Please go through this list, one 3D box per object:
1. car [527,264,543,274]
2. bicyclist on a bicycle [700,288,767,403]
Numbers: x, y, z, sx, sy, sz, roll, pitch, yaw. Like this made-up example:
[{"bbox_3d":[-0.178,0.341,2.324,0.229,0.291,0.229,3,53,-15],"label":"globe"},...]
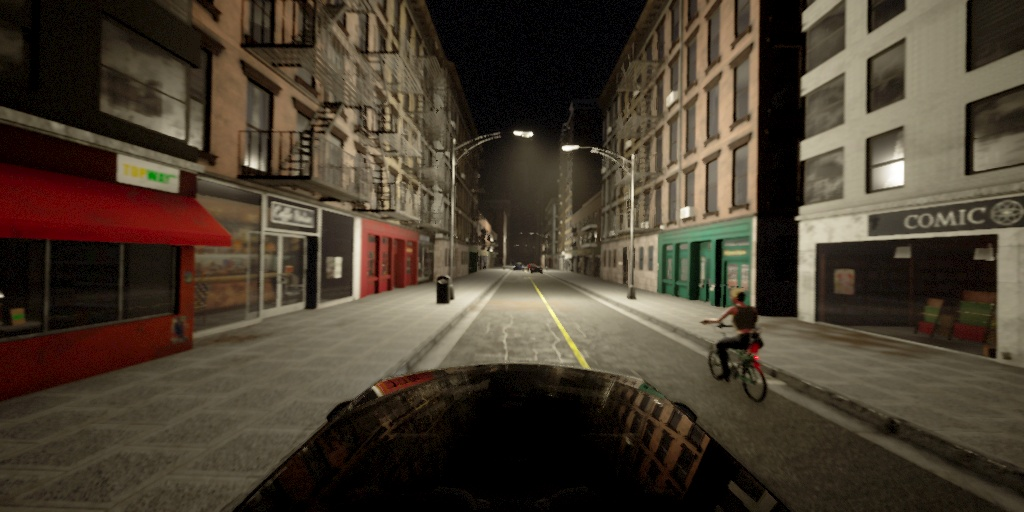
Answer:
[{"bbox_3d":[3.911,2.182,57.953,1.895,1.301,4.718,1,-1,1],"label":"car"},{"bbox_3d":[3.507,1.305,5.661,0.866,1.612,1.509,1,-1,1],"label":"bicyclist on a bicycle"}]
